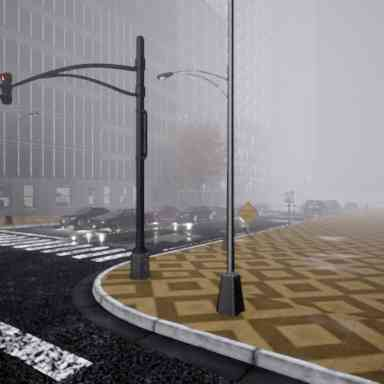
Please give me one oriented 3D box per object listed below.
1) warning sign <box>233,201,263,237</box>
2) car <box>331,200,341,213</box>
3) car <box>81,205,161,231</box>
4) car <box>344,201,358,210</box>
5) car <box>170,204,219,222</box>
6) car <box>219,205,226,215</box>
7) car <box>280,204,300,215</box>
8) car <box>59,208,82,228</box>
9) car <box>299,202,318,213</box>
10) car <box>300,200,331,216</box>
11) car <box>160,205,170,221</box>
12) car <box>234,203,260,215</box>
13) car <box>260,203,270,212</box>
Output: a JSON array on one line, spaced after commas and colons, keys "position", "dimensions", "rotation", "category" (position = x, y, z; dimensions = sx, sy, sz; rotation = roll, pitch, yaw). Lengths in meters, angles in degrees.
[{"position": [3.136, 1.453, 18.552], "dimensions": [1.300, 1.860, 1.060], "rotation": [1, 1, 33], "category": "warning sign"}, {"position": [22.408, 2.264, 53.509], "dimensions": [2.150, 2.045, 5.566], "rotation": [0, -1, 33], "category": "car"}, {"position": [-4.856, 1.871, 23.628], "dimensions": [2.033, 1.411, 5.357], "rotation": [0, -1, 33], "category": "car"}, {"position": [31.503, 2.659, 65.686], "dimensions": [2.097, 1.767, 4.553], "rotation": [0, -1, 33], "category": "car"}, {"position": [0.346, 2.000, 31.685], "dimensions": [1.837, 1.490, 4.892], "rotation": [0, -1, 33], "category": "car"}, {"position": [2.596, 2.218, 41.159], "dimensions": [1.994, 1.385, 4.181], "rotation": [0, -1, 32], "category": "car"}, {"position": [13.643, 2.369, 46.025], "dimensions": [1.812, 1.442, 4.674], "rotation": [0, -1, 33], "category": "car"}, {"position": [-7.724, 1.840, 25.166], "dimensions": [1.812, 1.442, 4.674], "rotation": [0, -1, 31], "category": "car"}, {"position": [19.200, 2.503, 54.717], "dimensions": [1.882, 1.535, 5.008], "rotation": [0, -1, 33], "category": "car"}, {"position": [16.580, 2.074, 44.480], "dimensions": [2.150, 2.045, 5.566], "rotation": [0, -1, 33], "category": "car"}, {"position": [-2.797, 2.002, 32.810], "dimensions": [1.812, 1.442, 4.674], "rotation": [0, -1, 33], "category": "car"}, {"position": [6.377, 2.219, 41.005], "dimensions": [1.812, 1.442, 4.674], "rotation": [0, -1, 33], "category": "car"}, {"position": [11.027, 2.451, 54.041], "dimensions": [1.882, 1.535, 5.008], "rotation": [0, -1, 33], "category": "car"}]
